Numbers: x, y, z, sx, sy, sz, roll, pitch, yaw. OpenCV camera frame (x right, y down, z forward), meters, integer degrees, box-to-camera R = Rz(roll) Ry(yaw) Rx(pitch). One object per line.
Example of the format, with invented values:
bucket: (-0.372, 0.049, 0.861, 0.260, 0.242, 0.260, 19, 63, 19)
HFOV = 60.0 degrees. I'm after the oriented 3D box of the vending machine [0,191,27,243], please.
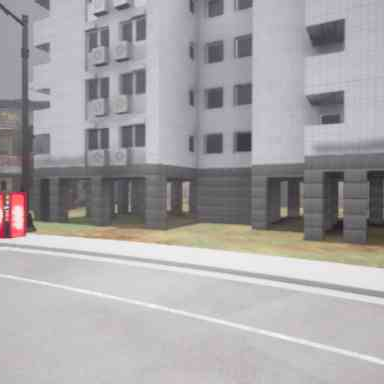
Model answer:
vending machine: (-7.811, 1.014, 14.196, 0.880, 2.100, 1.100, 0, 1, 20)
